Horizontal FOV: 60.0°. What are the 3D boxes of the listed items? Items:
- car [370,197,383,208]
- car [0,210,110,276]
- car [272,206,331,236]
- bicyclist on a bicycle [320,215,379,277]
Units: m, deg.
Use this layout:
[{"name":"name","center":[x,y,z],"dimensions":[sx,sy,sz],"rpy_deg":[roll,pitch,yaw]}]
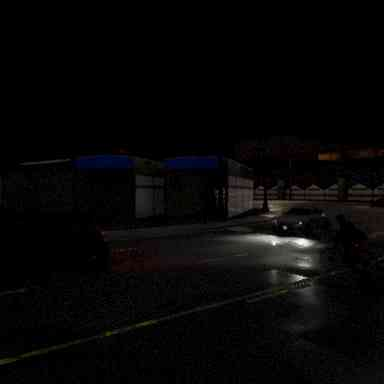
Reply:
[{"name":"car","center":[26.576,1.477,45.782],"dimensions":[1.882,1.535,5.008],"rpy_deg":[0,0,-4]},{"name":"car","center":[-4.736,1.352,9.294],"dimensions":[4.553,1.767,2.097],"rpy_deg":[0,0,-38]},{"name":"car","center":[6.242,1.524,18.560],"dimensions":[1.812,1.442,4.674],"rpy_deg":[0,0,42]},{"name":"bicyclist on a bicycle","center":[4.278,1.455,9.183],"dimensions":[0.582,1.620,1.656],"rpy_deg":[0,-2,-38]}]
